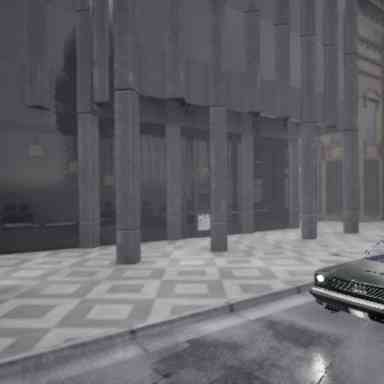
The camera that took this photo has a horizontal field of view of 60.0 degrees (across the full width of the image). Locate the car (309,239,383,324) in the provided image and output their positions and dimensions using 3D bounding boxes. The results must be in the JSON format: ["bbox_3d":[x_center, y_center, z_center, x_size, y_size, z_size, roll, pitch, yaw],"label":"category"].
[{"bbox_3d":[4.423,1.601,6.487,4.718,1.301,1.895,0,0,-35],"label":"car"}]
